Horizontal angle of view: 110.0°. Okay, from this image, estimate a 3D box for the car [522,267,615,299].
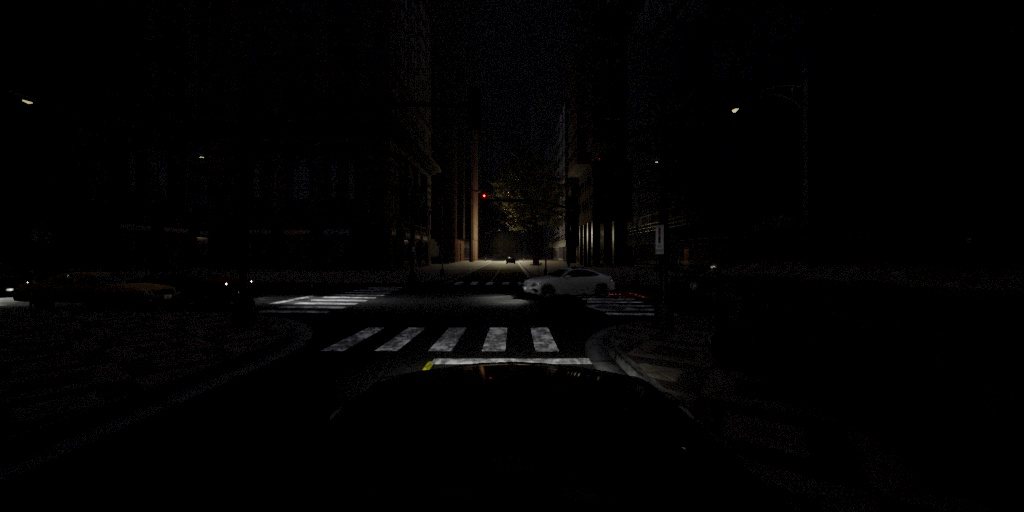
[{"bbox_3d":[2.815,1.281,17.664,4.674,1.442,1.812,1,-1,-19],"label":"car"}]

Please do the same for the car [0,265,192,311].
[{"bbox_3d":[-14.975,1.146,13.090,4.829,1.417,1.751,0,0,0],"label":"car"}]

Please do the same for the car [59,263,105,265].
[{"bbox_3d":[-26.375,1.065,21.643,4.313,1.339,1.948,0,0,0],"label":"car"}]

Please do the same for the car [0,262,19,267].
[{"bbox_3d":[-24.742,1.066,15.770,5.357,1.411,2.033,1,0,-1],"label":"car"}]

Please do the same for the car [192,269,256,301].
[{"bbox_3d":[-14.115,1.231,15.748,4.718,1.301,1.895,1,0,0],"label":"car"}]

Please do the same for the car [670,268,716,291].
[{"bbox_3d":[11.860,1.381,21.551,4.403,1.370,2.007,0,0,0],"label":"car"}]
